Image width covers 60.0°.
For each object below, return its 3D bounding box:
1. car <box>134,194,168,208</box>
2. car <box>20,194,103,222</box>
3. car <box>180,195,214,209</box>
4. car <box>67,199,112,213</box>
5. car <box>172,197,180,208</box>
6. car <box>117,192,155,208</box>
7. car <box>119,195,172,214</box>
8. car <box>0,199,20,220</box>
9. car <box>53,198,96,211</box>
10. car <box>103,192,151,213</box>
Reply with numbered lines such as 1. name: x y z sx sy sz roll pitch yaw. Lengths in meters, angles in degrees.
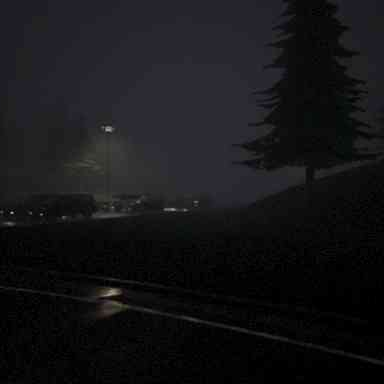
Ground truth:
1. car: -5.561 1.232 45.675 2.097 1.767 4.553 0 0 34
2. car: -10.183 1.171 26.483 2.150 2.045 5.566 0 0 34
3. car: 0.944 1.222 42.788 2.097 1.767 4.553 0 0 34
4. car: -11.370 1.522 37.170 1.895 1.301 4.718 0 0 34
5. car: -1.552 1.417 45.343 2.033 1.411 5.357 0 0 34
6. car: -8.063 1.099 48.224 2.150 2.045 5.566 0 0 34
7. car: -4.714 1.402 34.503 2.128 1.511 4.902 0 0 34
8. car: -13.222 1.174 28.238 2.150 2.045 5.566 0 0 34
9. car: -13.935 1.447 39.602 1.812 1.442 4.674 0 0 34
10. car: -7.467 1.133 36.686 2.150 2.045 5.566 0 0 34
